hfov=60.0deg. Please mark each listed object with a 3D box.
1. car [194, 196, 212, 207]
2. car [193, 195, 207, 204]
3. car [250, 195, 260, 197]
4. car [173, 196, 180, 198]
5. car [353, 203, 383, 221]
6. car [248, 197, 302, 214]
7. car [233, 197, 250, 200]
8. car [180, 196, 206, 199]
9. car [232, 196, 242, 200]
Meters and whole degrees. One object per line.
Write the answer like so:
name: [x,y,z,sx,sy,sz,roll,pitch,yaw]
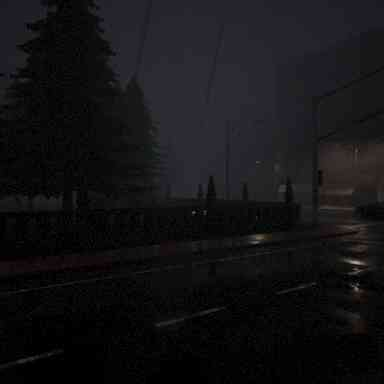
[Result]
car: [1.554,1.422,50.175,1.882,1.535,5.008,0,0,-9]
car: [1.573,1.422,64.777,1.882,1.535,5.008,0,0,11]
car: [14.852,1.469,77.601,1.812,1.442,4.674,0,0,40]
car: [-2.421,1.436,54.168,2.128,1.511,4.902,0,0,-3]
car: [14.298,1.516,24.727,1.994,1.385,4.181,0,0,-35]
car: [7.272,1.470,28.868,1.812,1.442,4.674,0,0,-32]
car: [6.903,1.545,35.956,1.895,1.301,4.718,0,0,-31]
car: [0.342,1.470,41.480,1.812,1.442,4.674,0,0,-20]
car: [9.178,1.492,65.999,2.033,1.411,5.357,0,0,16]
